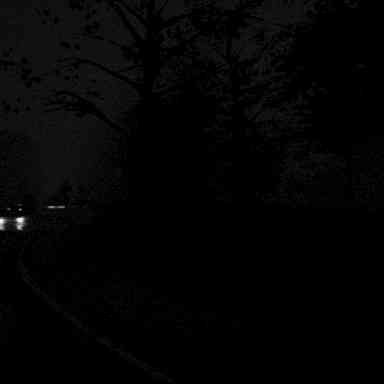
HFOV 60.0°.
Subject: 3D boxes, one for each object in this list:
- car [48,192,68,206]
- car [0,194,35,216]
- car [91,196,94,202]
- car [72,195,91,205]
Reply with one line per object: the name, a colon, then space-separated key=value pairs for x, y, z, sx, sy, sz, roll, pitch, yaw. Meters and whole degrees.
car: x=-21.268 y=1.072 z=53.055 sx=2.150 sy=2.045 sz=5.566 roll=0 pitch=0 yaw=-10
car: x=-17.579 y=1.213 z=33.680 sx=2.150 sy=2.045 sz=5.566 roll=0 pitch=0 yaw=-11
car: x=-20.015 y=1.345 z=63.863 sx=2.033 sy=1.411 sz=5.357 roll=0 pitch=0 yaw=-11
car: x=-18.120 y=1.203 z=54.008 sx=2.097 sy=1.767 sz=4.553 roll=0 pitch=0 yaw=-11
